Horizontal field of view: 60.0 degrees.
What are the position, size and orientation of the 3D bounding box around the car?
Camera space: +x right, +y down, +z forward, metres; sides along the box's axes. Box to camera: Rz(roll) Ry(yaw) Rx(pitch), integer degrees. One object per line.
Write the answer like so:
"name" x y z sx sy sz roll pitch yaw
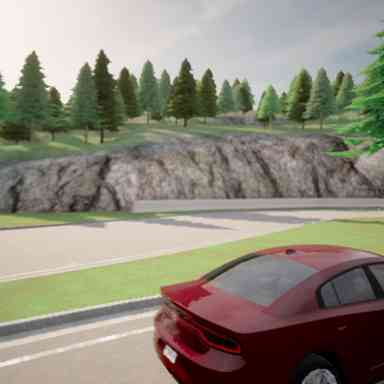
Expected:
"car" 1.952 1.477 4.543 5.008 1.535 1.882 0 0 -29
